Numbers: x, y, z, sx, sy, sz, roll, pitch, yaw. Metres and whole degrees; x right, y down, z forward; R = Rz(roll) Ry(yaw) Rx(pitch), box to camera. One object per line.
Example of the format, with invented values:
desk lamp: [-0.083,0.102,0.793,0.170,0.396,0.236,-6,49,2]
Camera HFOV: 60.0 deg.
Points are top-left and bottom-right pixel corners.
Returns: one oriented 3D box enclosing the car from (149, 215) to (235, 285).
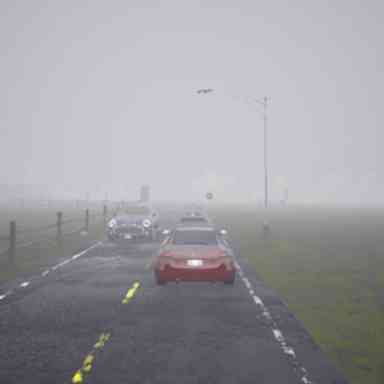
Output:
car: [0.082,1.603,9.673,1.994,1.385,4.181,0,0,0]

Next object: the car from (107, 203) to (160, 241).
car: [-2.846,1.417,17.071,2.097,1.767,4.553,0,0,0]

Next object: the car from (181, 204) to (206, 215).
car: [0.090,1.643,25.768,2.033,1.411,5.357,0,0,0]
